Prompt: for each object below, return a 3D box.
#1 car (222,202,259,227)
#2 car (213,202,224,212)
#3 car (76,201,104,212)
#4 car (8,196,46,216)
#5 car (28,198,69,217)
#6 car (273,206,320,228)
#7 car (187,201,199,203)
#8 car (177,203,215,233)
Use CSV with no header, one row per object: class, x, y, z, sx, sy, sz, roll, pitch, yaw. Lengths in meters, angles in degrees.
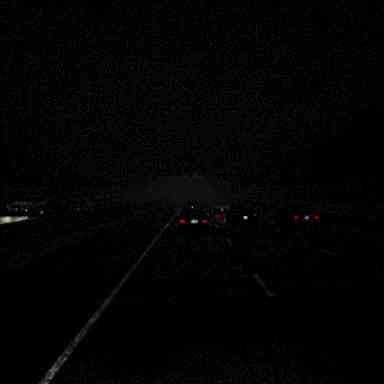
car,3.567,1.688,24.218,1.994,1.385,4.181,0,0,0
car,3.544,1.834,41.487,1.895,1.301,4.718,0,0,0
car,-10.563,1.724,35.092,1.812,1.442,4.674,0,-1,0
car,-17.554,1.425,35.966,2.150,2.045,5.566,0,-1,0
car,-14.077,1.682,33.667,2.128,1.511,4.902,0,-1,0
car,7.068,1.663,22.975,2.033,1.411,5.357,0,0,0
car,0.044,1.801,41.998,1.994,1.385,4.181,0,0,0
car,0.072,1.647,20.258,2.033,1.411,5.357,0,0,0
